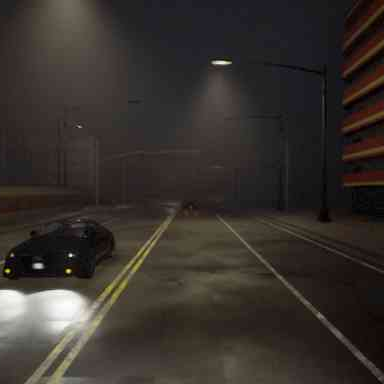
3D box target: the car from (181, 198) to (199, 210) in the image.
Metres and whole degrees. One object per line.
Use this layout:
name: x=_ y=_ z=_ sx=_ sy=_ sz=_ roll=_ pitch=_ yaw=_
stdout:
car: x=-0.315 y=1.401 z=39.910 sx=1.895 sy=1.301 sz=4.718 roll=0 pitch=1 yaw=-5

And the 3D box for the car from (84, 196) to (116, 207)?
car: x=-12.932 y=1.297 z=45.452 sx=4.892 sy=1.490 sz=1.837 roll=0 pitch=0 yaw=1

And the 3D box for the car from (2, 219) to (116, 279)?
car: x=-3.575 y=1.521 z=9.707 sx=1.994 sy=1.385 sz=4.181 roll=0 pitch=0 yaw=0
